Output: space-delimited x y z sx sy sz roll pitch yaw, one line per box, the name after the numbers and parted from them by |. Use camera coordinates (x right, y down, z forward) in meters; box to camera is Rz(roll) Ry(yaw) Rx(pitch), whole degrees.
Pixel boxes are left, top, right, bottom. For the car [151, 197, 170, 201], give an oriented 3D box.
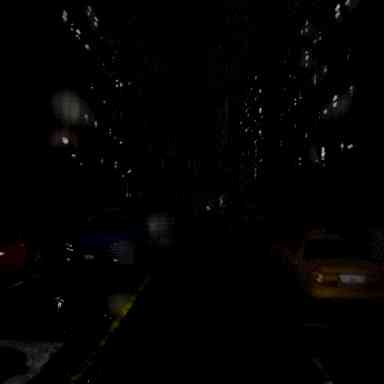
-3.897 1.517 36.274 1.887 1.381 4.507 2 0 3 | car

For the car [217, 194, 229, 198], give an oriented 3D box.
5.330 1.503 52.496 1.967 1.590 4.097 2 0 3 | car

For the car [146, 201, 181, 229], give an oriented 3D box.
-2.054 1.537 21.825 2.033 1.411 5.357 1 0 3 | car

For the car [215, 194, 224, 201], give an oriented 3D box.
7.040 1.386 85.696 2.192 1.841 5.009 2 0 3 | car

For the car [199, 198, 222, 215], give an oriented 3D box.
1.739 1.593 34.149 1.994 1.385 4.181 1 0 3 | car

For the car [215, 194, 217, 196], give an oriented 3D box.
6.183 1.509 69.096 1.967 1.590 4.097 2 0 3 | car

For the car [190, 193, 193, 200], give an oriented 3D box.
-1.616 1.302 80.540 2.192 1.841 5.009 2 0 3 | car

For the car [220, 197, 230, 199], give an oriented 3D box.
4.758 1.625 41.428 1.947 1.339 4.313 2 0 3 | car

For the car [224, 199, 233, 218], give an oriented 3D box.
4.189 1.635 30.363 1.802 1.307 4.206 2 0 3 | car

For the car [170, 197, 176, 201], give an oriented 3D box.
-3.610 1.415 41.807 1.967 1.590 4.097 2 0 3 | car

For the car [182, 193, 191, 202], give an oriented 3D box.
-1.907 1.537 75.007 2.008 1.369 4.403 2 0 3 | car

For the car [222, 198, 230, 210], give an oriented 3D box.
4.474 1.622 35.896 1.947 1.339 4.313 2 0 3 | car

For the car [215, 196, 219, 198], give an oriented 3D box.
2.247 1.634 44.699 1.895 1.301 4.718 1 0 3 | car

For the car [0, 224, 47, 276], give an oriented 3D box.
-5.320 1.533 8.607 1.802 1.307 4.206 2 0 3 | car

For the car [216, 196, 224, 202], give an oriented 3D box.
6.750 1.615 80.164 1.887 1.381 4.507 2 0 3 | car

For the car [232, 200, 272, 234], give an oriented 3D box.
3.624 1.486 19.296 1.967 1.590 4.097 2 0 3 | car

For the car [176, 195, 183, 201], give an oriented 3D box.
-3.044 1.524 52.874 1.887 1.381 4.507 2 0 3 | car

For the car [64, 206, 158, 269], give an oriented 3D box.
-2.599 1.457 11.317 1.882 1.535 5.008 1 0 3 | car

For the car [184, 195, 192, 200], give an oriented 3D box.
-1.062 1.513 91.438 1.752 1.417 4.829 2 0 3 | car

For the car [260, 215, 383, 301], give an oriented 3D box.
3.061 1.561 8.399 1.752 1.417 4.829 2 0 3 | car
